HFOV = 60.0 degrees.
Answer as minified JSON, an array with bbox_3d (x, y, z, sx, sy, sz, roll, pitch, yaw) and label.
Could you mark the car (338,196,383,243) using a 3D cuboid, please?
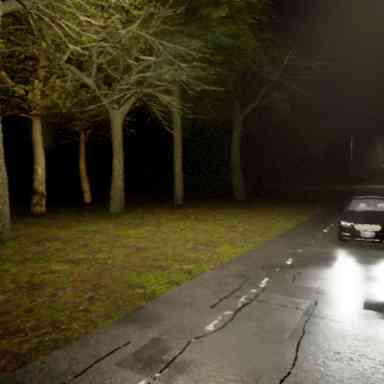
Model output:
[{"bbox_3d":[6.672,0.932,12.363,2.128,1.511,4.902,0,3,31],"label":"car"}]
